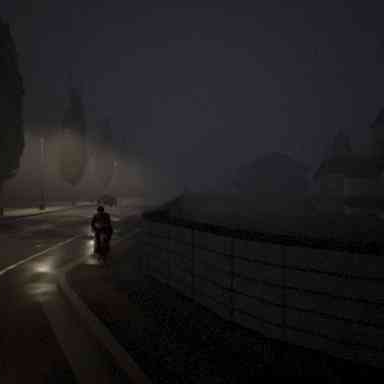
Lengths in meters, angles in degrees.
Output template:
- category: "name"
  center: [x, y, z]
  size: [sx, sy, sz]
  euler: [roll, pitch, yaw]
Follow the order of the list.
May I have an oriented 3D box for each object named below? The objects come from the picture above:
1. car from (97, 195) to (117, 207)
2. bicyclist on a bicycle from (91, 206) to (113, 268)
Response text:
- category: "car"
  center: [-11.211, 1.153, 44.026]
  size: [1.837, 1.490, 4.892]
  euler: [0, 0, -1]
- category: "bicyclist on a bicycle"
  center: [-2.518, 1.227, 9.291]
  size: [0.582, 1.620, 1.656]
  euler: [0, 0, -30]
